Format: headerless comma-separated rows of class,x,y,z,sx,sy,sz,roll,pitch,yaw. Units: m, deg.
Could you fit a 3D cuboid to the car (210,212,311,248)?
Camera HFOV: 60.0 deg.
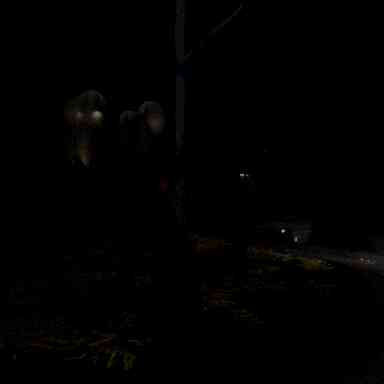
car,2.943,1.601,15.151,1.895,1.301,4.718,0,0,-35
